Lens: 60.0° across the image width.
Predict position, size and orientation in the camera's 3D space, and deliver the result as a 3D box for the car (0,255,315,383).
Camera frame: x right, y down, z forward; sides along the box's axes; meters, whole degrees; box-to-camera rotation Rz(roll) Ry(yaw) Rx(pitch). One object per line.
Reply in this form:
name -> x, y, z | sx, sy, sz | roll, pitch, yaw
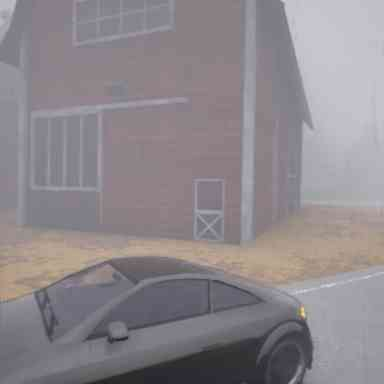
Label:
car -> -0.677, 1.474, 3.606 | 4.181, 1.385, 1.994 | 0, 1, -30
